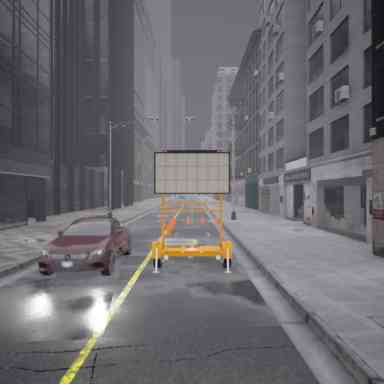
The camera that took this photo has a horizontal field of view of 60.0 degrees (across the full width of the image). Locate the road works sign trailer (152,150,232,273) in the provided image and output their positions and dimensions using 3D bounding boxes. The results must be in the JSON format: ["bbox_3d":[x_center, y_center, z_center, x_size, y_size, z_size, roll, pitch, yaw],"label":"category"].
[{"bbox_3d":[0.005,0.464,10.635,2.380,3.560,2.880,0,0,0],"label":"road works sign trailer"}]

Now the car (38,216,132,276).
[{"bbox_3d":[-3.082,1.526,10.528,1.812,1.442,4.674,0,0,0],"label":"car"}]
